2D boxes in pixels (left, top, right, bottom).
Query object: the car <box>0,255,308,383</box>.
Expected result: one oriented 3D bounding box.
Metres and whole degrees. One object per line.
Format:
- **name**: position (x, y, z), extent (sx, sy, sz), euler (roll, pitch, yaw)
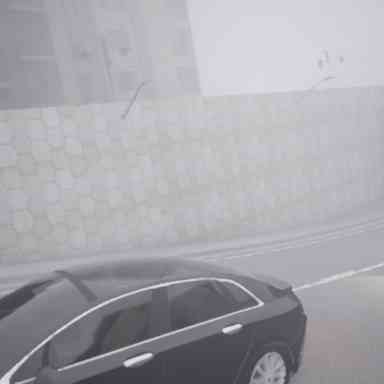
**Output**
- **car**: position (-0.873, 1.506, 3.312), extent (4.892, 1.490, 1.837), euler (1, 0, -35)
